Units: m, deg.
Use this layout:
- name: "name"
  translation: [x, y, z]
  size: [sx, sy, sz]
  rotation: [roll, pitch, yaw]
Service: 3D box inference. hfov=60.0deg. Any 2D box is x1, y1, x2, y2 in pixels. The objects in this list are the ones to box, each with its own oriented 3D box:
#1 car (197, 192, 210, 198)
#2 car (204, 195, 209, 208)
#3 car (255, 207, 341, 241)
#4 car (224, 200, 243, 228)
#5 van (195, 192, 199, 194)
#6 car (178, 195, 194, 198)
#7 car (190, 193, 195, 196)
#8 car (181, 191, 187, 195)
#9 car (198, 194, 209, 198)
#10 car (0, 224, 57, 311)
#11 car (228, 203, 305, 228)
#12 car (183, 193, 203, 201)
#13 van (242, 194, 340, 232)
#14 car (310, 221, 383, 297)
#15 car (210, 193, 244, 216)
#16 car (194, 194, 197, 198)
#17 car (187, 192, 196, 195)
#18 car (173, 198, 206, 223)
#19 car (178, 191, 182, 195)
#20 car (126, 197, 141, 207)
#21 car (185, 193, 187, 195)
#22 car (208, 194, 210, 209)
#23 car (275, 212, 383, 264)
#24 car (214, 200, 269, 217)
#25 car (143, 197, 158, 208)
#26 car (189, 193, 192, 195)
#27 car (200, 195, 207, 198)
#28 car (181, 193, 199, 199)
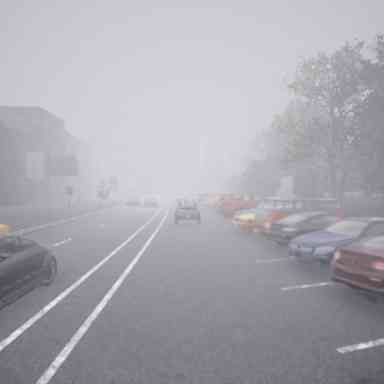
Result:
- name: "car"
  translation: [3.609, 1.302, 48.846]
  size: [4.553, 1.767, 2.185]
  rotation: [1, 0, -24]
- name: "car"
  translation: [4.352, 1.425, 36.986]
  size: [4.892, 1.521, 2.231]
  rotation: [1, 0, -23]
- name: "car"
  translation: [5.172, 1.499, 13.238]
  size: [4.674, 1.452, 2.002]
  rotation: [1, 0, -21]
- name: "car"
  translation: [4.866, 1.440, 19.107]
  size: [5.366, 1.575, 1.946]
  rotation: [1, 0, -22]
- name: "van"
  translation: [3.326, 1.211, 54.835]
  size: [4.442, 1.987, 1.878]
  rotation: [1, 0, -24]
- name: "car"
  translation: [-1.231, 1.492, 42.916]
  size: [2.033, 1.411, 5.357]
  rotation: [0, 0, -3]
- name: "car"
  translation: [2.757, 1.447, 60.700]
  size: [5.008, 1.535, 2.097]
  rotation: [1, 0, -25]
- name: "car"
  translation: [1.088, 1.206, 78.471]
  size: [5.566, 2.045, 2.435]
  rotation: [1, 0, -26]
- name: "car"
  translation: [3.827, 1.425, 45.889]
  size: [5.008, 1.535, 2.097]
  rotation: [1, 0, -24]
- name: "car"
  translation: [-4.311, 1.557, 6.561]
  size: [1.994, 1.385, 4.181]
  rotation: [0, 0, -1]
- name: "car"
  translation: [4.953, 1.479, 22.146]
  size: [4.674, 1.452, 2.002]
  rotation: [1, 0, -22]
- name: "car"
  translation: [0.377, 1.278, 84.354]
  size: [4.553, 1.767, 2.185]
  rotation: [0, 1, -27]
- name: "van"
  translation: [5.008, 1.225, 16.161]
  size: [4.442, 1.987, 1.878]
  rotation: [1, 0, -22]
- name: "car"
  translation: [5.256, 1.514, 7.337]
  size: [4.674, 1.452, 2.002]
  rotation: [1, 0, -21]
- name: "car"
  translation: [4.773, 1.179, 28.099]
  size: [5.566, 2.045, 2.435]
  rotation: [1, 0, -22]
- name: "car"
  translation: [3.443, 1.431, 51.814]
  size: [5.008, 1.535, 2.097]
  rotation: [1, 0, -24]
- name: "car"
  translation: [1.987, 1.339, 69.590]
  size: [4.553, 1.767, 2.185]
  rotation: [1, 0, -26]
- name: "car"
  translation: [-0.374, 1.443, 24.662]
  size: [2.128, 1.511, 4.902]
  rotation: [0, 0, -2]
- name: "car"
  translation: [0.035, 1.111, 87.302]
  size: [5.566, 2.045, 2.435]
  rotation: [0, 1, -27]
- name: "car"
  translation: [-8.887, 1.443, 50.739]
  size: [1.882, 1.535, 5.008]
  rotation: [0, 0, -4]
- name: "car"
  translation: [1.665, 1.469, 72.540]
  size: [5.008, 1.535, 2.097]
  rotation: [1, 0, -26]
- name: "car"
  translation: [4.458, 1.299, 34.013]
  size: [4.553, 1.767, 2.185]
  rotation: [1, 0, -23]
- name: "car"
  translation: [5.203, 1.507, 10.284]
  size: [4.674, 1.452, 2.002]
  rotation: [0, 1, -21]
- name: "car"
  translation: [4.625, 1.467, 31.050]
  size: [4.674, 1.452, 2.002]
  rotation: [1, 0, -23]
- name: "car"
  translation: [-5.874, 1.481, 47.698]
  size: [1.812, 1.442, 4.674]
  rotation: [0, 0, -4]
- name: "car"
  translation: [2.489, 1.452, 63.666]
  size: [5.008, 1.535, 2.097]
  rotation: [1, 0, -25]
- name: "car"
  translation: [3.986, 1.453, 42.910]
  size: [4.792, 1.488, 2.163]
  rotation: [1, 0, -24]
- name: "car"
  translation: [-0.646, 1.122, 93.236]
  size: [4.553, 1.767, 2.185]
  rotation: [0, 2, -28]
